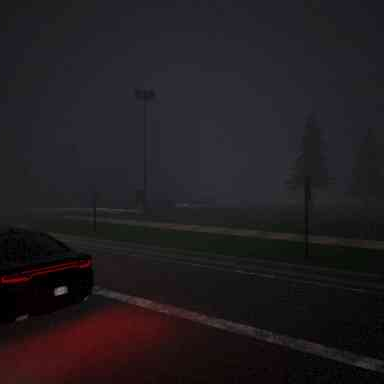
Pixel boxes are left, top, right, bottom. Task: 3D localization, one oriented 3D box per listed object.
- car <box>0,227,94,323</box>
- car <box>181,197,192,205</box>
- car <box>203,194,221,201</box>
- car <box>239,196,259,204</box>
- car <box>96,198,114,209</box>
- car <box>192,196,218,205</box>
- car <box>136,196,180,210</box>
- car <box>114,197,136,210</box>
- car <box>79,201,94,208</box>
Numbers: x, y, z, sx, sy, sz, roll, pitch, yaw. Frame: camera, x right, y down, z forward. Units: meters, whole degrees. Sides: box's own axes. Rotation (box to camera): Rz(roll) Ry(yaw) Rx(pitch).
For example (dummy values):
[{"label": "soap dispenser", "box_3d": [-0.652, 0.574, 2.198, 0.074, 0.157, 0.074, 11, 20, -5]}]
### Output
[{"label": "car", "box_3d": [-4.162, 1.477, 6.935, 5.008, 1.535, 1.882, 0, 0, 36]}, {"label": "car", "box_3d": [-0.043, 1.543, 60.595, 2.033, 1.411, 5.357, 0, 0, 35]}, {"label": "car", "box_3d": [4.434, 1.163, 72.957, 1.994, 1.385, 4.181, 0, 0, 35]}, {"label": "car", "box_3d": [11.051, 1.544, 64.157, 2.033, 1.411, 5.357, 0, 0, 36]}, {"label": "car", "box_3d": [-10.332, 1.500, 45.965, 1.837, 1.490, 4.892, 0, 0, 35]}, {"label": "car", "box_3d": [2.658, 1.474, 58.363, 1.882, 1.535, 5.008, 0, 0, 35]}, {"label": "car", "box_3d": [-4.232, 1.544, 42.475, 2.033, 1.411, 5.357, 0, 0, 35]}, {"label": "car", "box_3d": [-7.543, 1.522, 43.848, 1.812, 1.442, 4.674, 0, 0, 35]}, {"label": "car", "box_3d": [-13.568, 1.596, 47.446, 1.895, 1.301, 4.718, 0, 0, 35]}]
